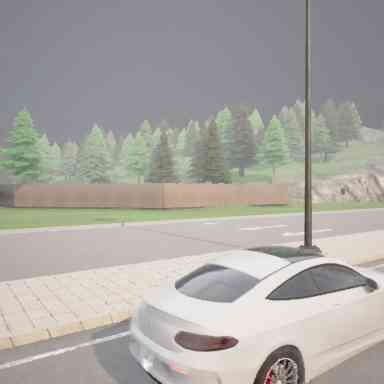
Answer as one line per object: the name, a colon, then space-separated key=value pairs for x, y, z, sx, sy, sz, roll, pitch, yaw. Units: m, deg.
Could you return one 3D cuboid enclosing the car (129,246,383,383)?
car: x=1.409 y=1.526 z=4.755 sx=4.674 sy=1.442 sz=1.812 roll=0 pitch=0 yaw=-35
